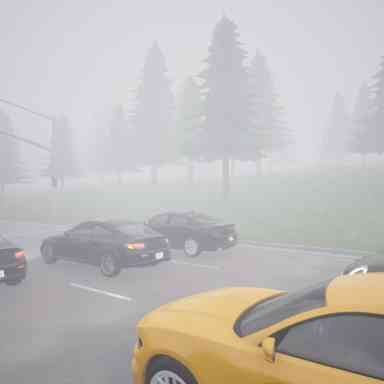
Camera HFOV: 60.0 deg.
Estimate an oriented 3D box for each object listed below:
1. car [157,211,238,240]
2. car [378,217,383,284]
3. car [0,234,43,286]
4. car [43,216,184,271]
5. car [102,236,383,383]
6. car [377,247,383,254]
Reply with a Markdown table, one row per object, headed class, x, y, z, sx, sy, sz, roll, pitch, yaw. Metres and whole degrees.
| class | x | y | z | sx | sy | sz | roll | pitch | yaw |
| --- | --- | --- | --- | --- | --- | --- | --- | --- | --- |
| car | -0.646 | 1.477 | 13.019 | 5.008 | 1.535 | 1.882 | 0 | 0 | 36 |
| car | 7.156 | 1.478 | 7.487 | 5.008 | 1.535 | 1.882 | 0 | 0 | 35 |
| car | -5.837 | 1.525 | 8.135 | 4.674 | 1.442 | 1.812 | 0 | 0 | 36 |
| car | -2.732 | 1.525 | 10.208 | 4.674 | 1.442 | 1.812 | 0 | 0 | 36 |
| car | 1.661 | 1.478 | 2.809 | 5.008 | 1.535 | 1.882 | 0 | 0 | 36 |
| car | 4.647 | 1.352 | 4.976 | 4.553 | 1.767 | 2.097 | 0 | 0 | 36 |
